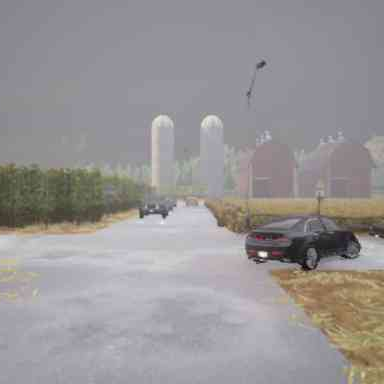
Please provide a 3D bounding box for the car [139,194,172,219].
[{"bbox_3d":[-3.194,1.151,28.942,2.150,2.045,5.566,0,0,0],"label":"car"}]

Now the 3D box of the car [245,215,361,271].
[{"bbox_3d":[3.759,1.533,10.961,4.892,1.490,1.837,1,-4,-43],"label":"car"}]

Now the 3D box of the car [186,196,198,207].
[{"bbox_3d":[-0.001,1.426,51.620,1.882,1.535,5.008,0,0,0],"label":"car"}]

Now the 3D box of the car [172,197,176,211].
[{"bbox_3d":[-3.202,1.520,38.891,1.994,1.385,4.181,0,0,-1],"label":"car"}]

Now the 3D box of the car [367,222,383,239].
[{"bbox_3d":[11.067,1.641,15.184,5.357,1.411,2.033,0,0,-1],"label":"car"}]
